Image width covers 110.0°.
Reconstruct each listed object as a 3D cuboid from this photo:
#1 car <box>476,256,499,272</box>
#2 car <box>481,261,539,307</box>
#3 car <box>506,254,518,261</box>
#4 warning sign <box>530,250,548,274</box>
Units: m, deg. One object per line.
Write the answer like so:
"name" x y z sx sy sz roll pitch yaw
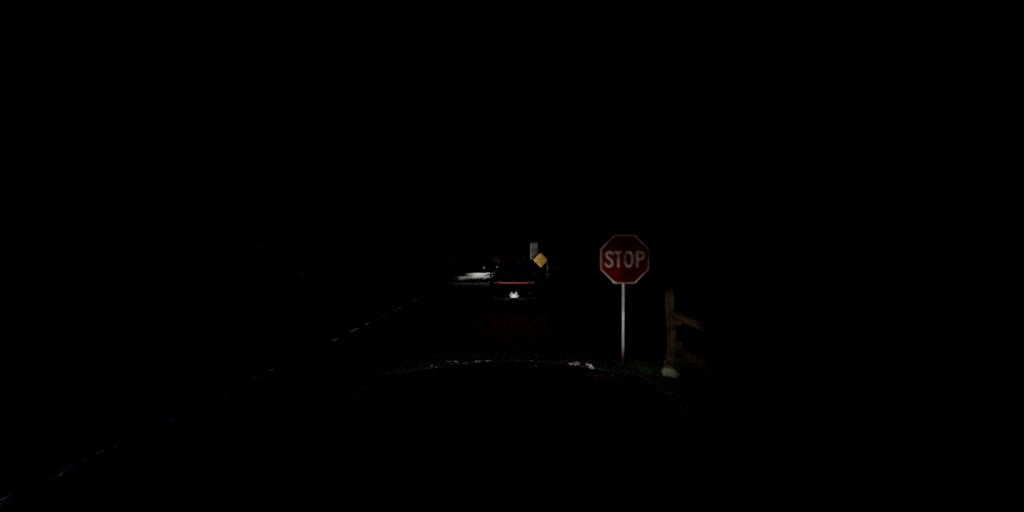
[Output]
"car" -2.865 0.937 39.358 2.128 1.511 4.902 0 1 0
"car" 0.083 1.138 14.900 2.128 1.511 4.902 0 1 0
"car" -0.037 0.793 62.610 1.994 1.385 4.181 0 1 0
"warning sign" 2.432 0.634 30.628 1.300 1.860 1.060 0 0 0
